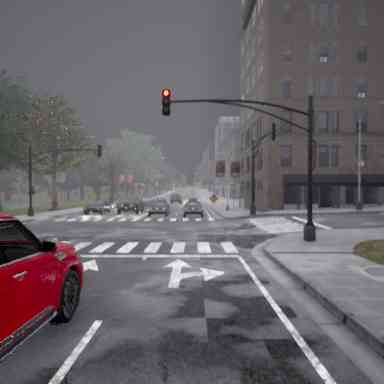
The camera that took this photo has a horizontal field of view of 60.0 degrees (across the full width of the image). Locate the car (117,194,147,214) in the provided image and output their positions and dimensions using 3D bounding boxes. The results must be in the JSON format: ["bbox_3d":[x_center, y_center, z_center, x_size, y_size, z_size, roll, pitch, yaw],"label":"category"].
[{"bbox_3d":[-6.548,1.265,35.850,2.150,2.045,5.566,0,0,0],"label":"car"}]

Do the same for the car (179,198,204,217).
[{"bbox_3d":[0.137,1.583,32.232,2.033,1.411,5.357,0,0,0],"label":"car"}]

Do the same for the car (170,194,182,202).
[{"bbox_3d":[-3.106,1.352,64.528,2.150,2.045,5.566,0,0,1],"label":"car"}]

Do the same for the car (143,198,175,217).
[{"bbox_3d":[-3.103,1.581,32.118,2.033,1.411,5.357,0,0,0],"label":"car"}]

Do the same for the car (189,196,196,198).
[{"bbox_3d":[0.151,1.637,65.152,1.837,1.490,4.892,0,0,1],"label":"car"}]

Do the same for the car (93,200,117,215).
[{"bbox_3d":[-9.800,1.588,34.964,2.033,1.411,5.357,0,0,0],"label":"car"}]

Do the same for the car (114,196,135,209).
[{"bbox_3d":[-9.772,1.431,48.605,2.097,1.767,4.553,0,0,0],"label":"car"}]

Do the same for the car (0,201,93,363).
[{"bbox_3d":[-3.146,1.221,3.981,2.150,2.045,5.566,0,0,0],"label":"car"}]

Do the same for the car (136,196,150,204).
[{"bbox_3d":[-9.669,1.627,66.314,2.128,1.511,4.902,0,0,1],"label":"car"}]
